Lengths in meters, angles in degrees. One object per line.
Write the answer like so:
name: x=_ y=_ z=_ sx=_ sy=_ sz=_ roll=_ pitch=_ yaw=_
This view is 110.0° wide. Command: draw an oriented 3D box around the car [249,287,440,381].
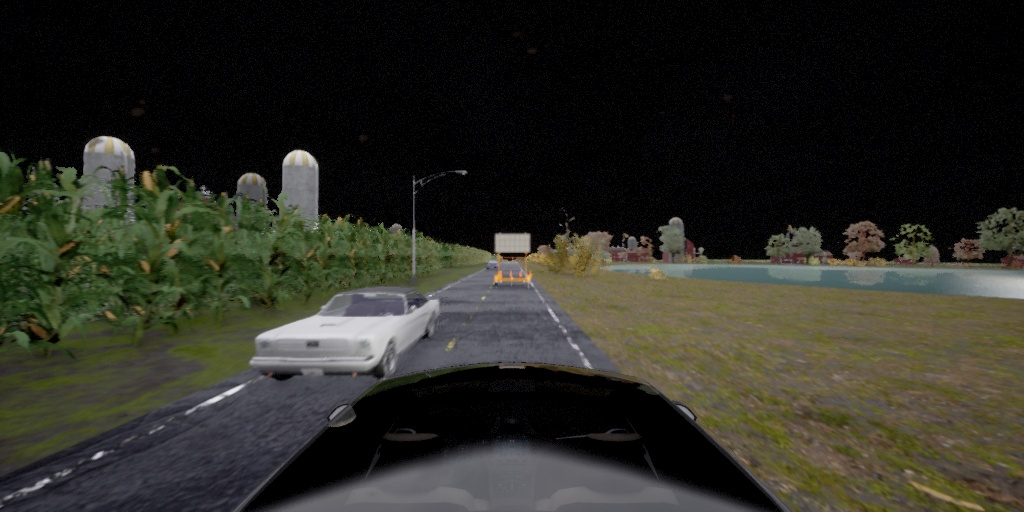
car: x=-2.842 y=1.348 z=7.314 sx=1.895 sy=1.301 sz=4.718 roll=0 pitch=0 yaw=0

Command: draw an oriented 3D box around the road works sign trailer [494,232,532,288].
road works sign trailer: x=0.037 y=0.214 z=23.496 sx=2.380 sy=3.560 sz=2.880 roll=0 pitch=0 yaw=0

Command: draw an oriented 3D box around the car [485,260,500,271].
car: x=-2.729 y=1.313 z=51.525 sx=1.812 sy=1.442 sz=4.674 roll=0 pitch=0 yaw=1
